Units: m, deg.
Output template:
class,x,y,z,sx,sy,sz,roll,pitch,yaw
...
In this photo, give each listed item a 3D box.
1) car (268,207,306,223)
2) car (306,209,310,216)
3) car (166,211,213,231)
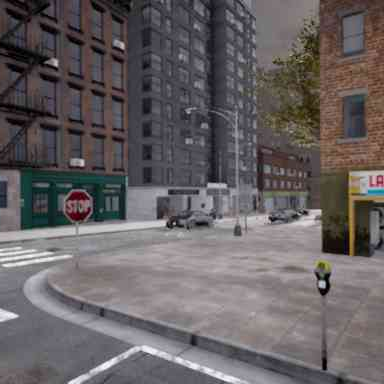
class,x,y,z,sx,sy,sz,roll,pitch,yaw
car,9.574,2.404,34.108,2.033,1.411,5.357,-1,-2,35
car,14.899,2.803,46.534,1.895,1.301,4.718,-1,-2,35
car,-0.116,2.112,25.236,1.994,1.385,4.181,-1,-2,35
